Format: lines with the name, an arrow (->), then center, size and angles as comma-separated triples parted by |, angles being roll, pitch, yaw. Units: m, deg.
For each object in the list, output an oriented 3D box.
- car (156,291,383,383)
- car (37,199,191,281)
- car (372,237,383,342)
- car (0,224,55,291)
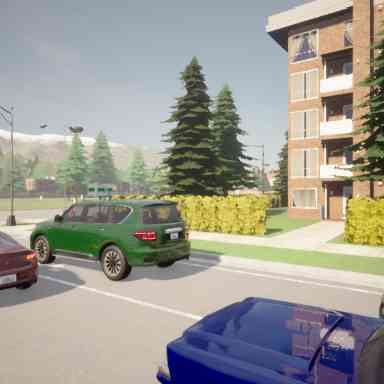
car -> 2.008, 1.601, 2.564 | 4.718, 1.301, 1.895 | 0, 0, 35
car -> -2.628, 1.221, 10.103 | 5.566, 2.045, 2.150 | 0, 0, 36
car -> 5.044, 1.564, 4.698 | 4.181, 1.385, 1.994 | 0, 0, 35
car -> -5.432, 1.526, 7.810 | 4.674, 1.442, 1.812 | 0, 0, 36
